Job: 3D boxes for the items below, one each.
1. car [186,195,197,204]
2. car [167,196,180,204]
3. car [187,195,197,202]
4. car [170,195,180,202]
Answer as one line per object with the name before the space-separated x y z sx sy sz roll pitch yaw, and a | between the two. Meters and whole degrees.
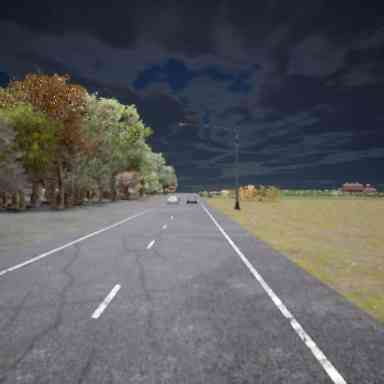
car | -0.006 1.523 60.984 1.994 1.385 4.181 0 0 0
car | -3.506 1.484 61.017 1.812 1.442 4.674 0 0 0
car | -0.008 1.374 71.058 1.994 1.385 4.181 0 0 0
car | -3.507 1.416 71.089 1.895 1.301 4.718 0 0 0
